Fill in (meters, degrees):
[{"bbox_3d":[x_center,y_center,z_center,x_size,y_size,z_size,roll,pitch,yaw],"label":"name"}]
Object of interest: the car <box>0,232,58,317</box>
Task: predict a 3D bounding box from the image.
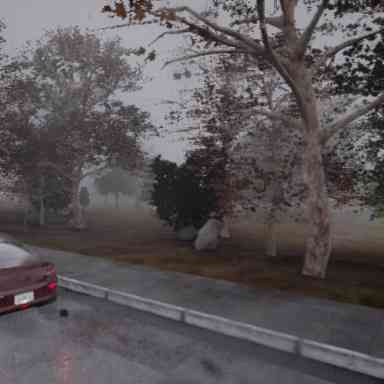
[{"bbox_3d":[-4.531,1.502,6.611,4.674,1.442,1.812,0,0,35],"label":"car"}]
